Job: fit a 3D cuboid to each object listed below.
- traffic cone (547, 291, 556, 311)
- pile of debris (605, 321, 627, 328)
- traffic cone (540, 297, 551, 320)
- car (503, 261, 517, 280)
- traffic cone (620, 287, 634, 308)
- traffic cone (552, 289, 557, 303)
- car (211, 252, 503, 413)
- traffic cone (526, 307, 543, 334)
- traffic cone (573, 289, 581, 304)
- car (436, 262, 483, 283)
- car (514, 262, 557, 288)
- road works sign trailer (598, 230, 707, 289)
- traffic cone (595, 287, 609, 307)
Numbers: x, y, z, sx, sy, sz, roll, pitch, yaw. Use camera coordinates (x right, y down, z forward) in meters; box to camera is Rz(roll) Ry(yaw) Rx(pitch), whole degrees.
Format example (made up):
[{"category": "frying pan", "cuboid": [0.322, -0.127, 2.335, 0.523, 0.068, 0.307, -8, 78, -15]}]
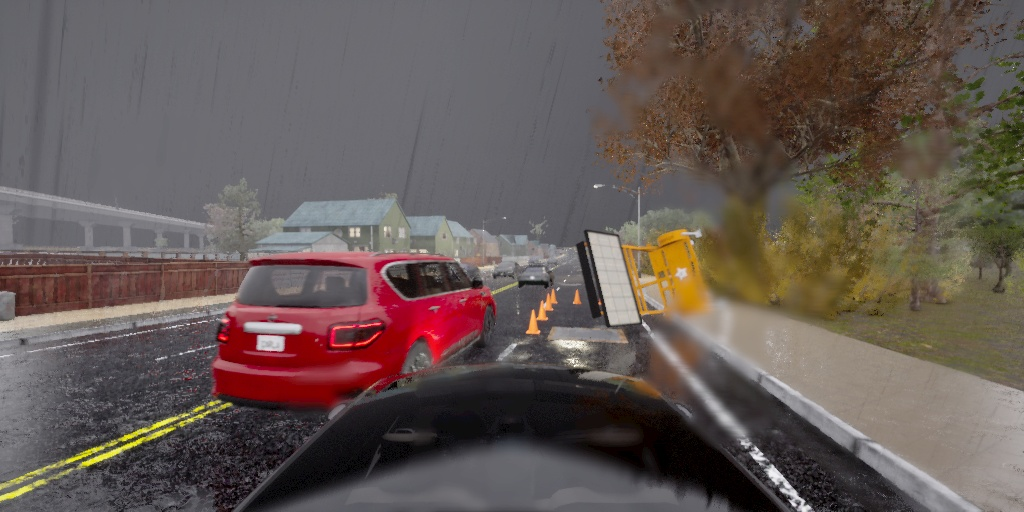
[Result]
[{"category": "traffic cone", "cuboid": [1.351, 1.696, 13.248, 0.340, 0.580, 0.340, 0, 0, 11]}, {"category": "pile of debris", "cuboid": [1.890, 1.909, 9.070, 1.860, 0.140, 1.500, 0, 0, 11]}, {"category": "traffic cone", "cuboid": [0.952, 1.697, 11.288, 0.340, 0.580, 0.340, 0, 0, 11]}, {"category": "car", "cuboid": [-0.341, 1.224, 31.124, 1.837, 1.490, 4.892, 0, 0, 12]}, {"category": "traffic cone", "cuboid": [4.688, 1.693, 14.610, 0.340, 0.580, 0.340, 0, 0, 12]}, {"category": "traffic cone", "cuboid": [1.749, 1.694, 15.208, 0.340, 0.580, 0.340, 0, 0, 11]}, {"category": "car", "cuboid": [-1.883, 0.968, 6.222, 2.150, 2.045, 5.566, 0, 0, 11]}, {"category": "traffic cone", "cuboid": [0.554, 1.699, 9.328, 0.340, 0.580, 0.340, 0, 0, 11]}, {"category": "traffic cone", "cuboid": [2.728, 1.693, 15.009, 0.340, 0.580, 0.340, 0, 0, 12]}, {"category": "car", "cuboid": [-4.081, 1.272, 29.077, 2.033, 1.411, 5.357, 0, 0, 12]}, {"category": "car", "cuboid": [1.653, 1.293, 23.621, 1.994, 1.385, 4.181, 0, 0, 11]}, {"category": "road works sign trailer", "cuboid": [4.573, -1.005, 10.699, 2.880, 3.560, 2.380, 0, 0, -25]}, {"category": "traffic cone", "cuboid": [3.708, 1.693, 14.811, 0.340, 0.580, 0.340, 0, 0, 12]}]
